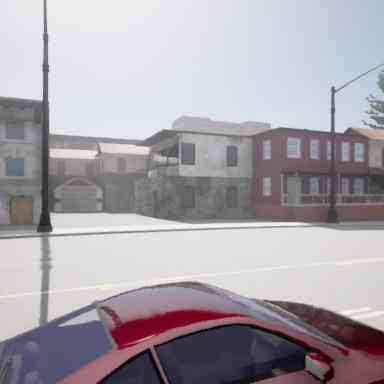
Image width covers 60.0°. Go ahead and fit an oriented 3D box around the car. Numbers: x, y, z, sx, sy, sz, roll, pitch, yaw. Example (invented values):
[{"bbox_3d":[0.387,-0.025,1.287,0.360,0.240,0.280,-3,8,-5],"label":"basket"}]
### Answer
[{"bbox_3d":[0.144,1.561,2.875,4.181,1.385,1.994,0,0,-23],"label":"car"}]
